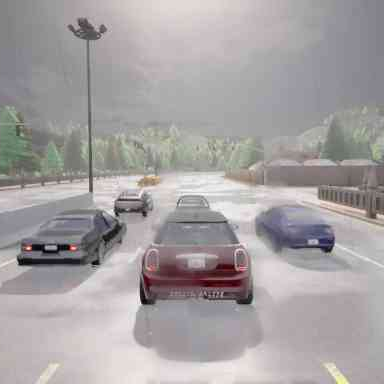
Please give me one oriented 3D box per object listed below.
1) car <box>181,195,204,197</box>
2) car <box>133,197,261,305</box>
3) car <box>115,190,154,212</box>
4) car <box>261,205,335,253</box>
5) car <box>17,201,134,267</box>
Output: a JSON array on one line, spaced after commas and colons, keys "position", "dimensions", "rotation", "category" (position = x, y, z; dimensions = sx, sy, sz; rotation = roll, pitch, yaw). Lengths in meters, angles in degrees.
[{"position": [0.035, 0.861, 17.332], "dimensions": [2.033, 1.411, 5.357], "rotation": [0, 4, 0], "category": "car"}, {"position": [0.077, 1.192, 7.950], "dimensions": [2.097, 1.767, 4.553], "rotation": [0, 2, 0], "category": "car"}, {"position": [-3.482, 0.590, 20.414], "dimensions": [2.128, 1.511, 4.902], "rotation": [0, 4, 0], "category": "car"}, {"position": [3.561, 1.180, 12.075], "dimensions": [1.812, 1.442, 4.674], "rotation": [0, 3, 0], "category": "car"}, {"position": [-3.433, 1.277, 10.575], "dimensions": [2.033, 1.411, 5.357], "rotation": [0, 3, 0], "category": "car"}]
